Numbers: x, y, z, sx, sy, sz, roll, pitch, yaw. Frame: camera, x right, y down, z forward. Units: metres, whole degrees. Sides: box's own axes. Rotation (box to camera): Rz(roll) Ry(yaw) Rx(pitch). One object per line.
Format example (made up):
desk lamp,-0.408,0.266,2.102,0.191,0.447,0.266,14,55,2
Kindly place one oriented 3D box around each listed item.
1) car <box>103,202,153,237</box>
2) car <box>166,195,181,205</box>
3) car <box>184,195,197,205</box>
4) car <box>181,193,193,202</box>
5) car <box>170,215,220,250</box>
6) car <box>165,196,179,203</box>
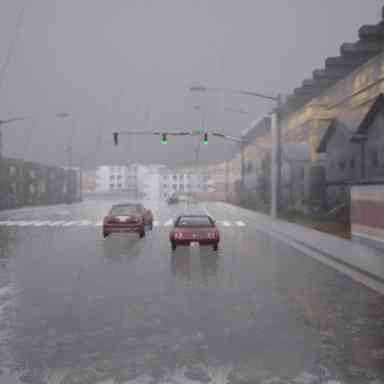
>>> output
car,-3.396,1.396,18.416,2.097,1.767,4.553,0,0,0
car,-3.491,1.625,62.534,1.882,1.535,5.008,0,0,-3
car,-0.013,1.753,64.755,1.895,1.301,4.718,0,0,-3
car,-1.271,1.266,74.682,2.150,2.045,5.566,0,0,-17
car,0.103,1.635,14.483,1.895,1.301,4.718,0,0,0
car,-4.407,1.672,72.801,1.837,1.490,4.892,0,0,-17
